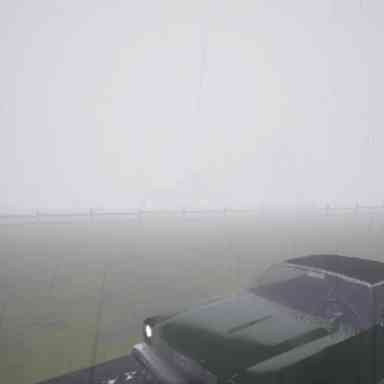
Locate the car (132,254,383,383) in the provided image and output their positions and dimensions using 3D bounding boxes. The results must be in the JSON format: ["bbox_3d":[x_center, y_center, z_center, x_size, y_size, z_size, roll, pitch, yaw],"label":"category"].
[{"bbox_3d":[1.680,1.605,4.320,4.718,1.301,1.895,0,0,-36],"label":"car"}]

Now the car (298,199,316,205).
[{"bbox_3d":[28.980,2.523,83.948,2.033,1.411,5.357,1,-1,-19],"label":"car"}]
